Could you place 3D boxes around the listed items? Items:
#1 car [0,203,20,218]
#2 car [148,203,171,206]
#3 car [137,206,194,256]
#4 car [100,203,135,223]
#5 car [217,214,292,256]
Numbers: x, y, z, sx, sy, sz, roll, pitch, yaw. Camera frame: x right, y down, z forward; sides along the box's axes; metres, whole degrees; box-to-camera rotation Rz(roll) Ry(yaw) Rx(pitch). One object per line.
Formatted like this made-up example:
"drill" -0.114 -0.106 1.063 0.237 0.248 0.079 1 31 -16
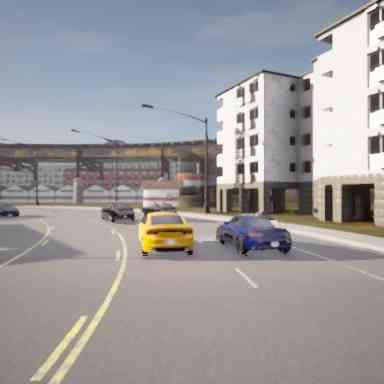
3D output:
"car" -18.328 1.738 32.280 2.033 1.411 5.357 0 0 -42
"car" -2.911 1.660 28.529 2.128 1.511 4.902 0 0 -28
"car" -1.199 1.559 13.727 1.882 1.535 5.008 0 0 -11
"car" -6.136 1.652 27.145 2.128 1.511 4.902 0 0 -28
"car" 2.391 1.606 13.573 1.812 1.442 4.674 0 0 -11
